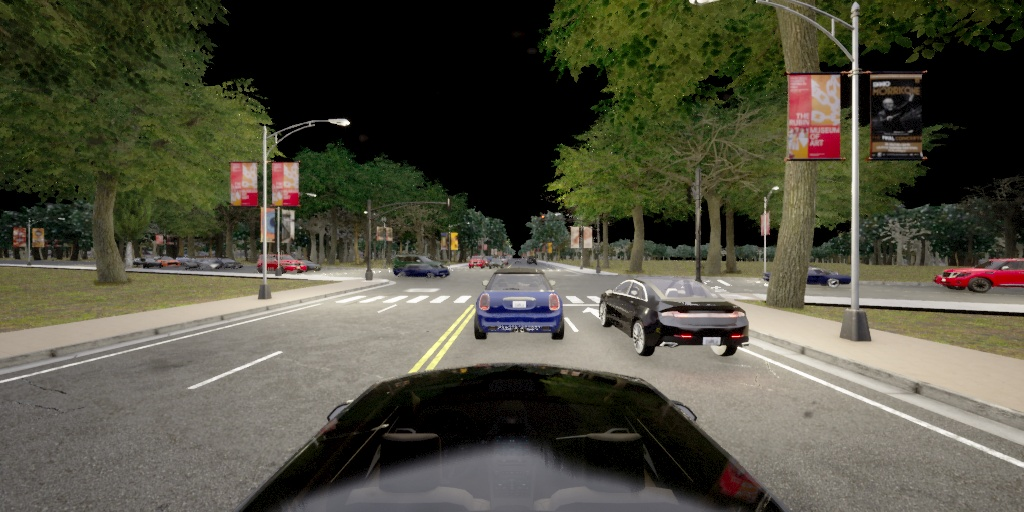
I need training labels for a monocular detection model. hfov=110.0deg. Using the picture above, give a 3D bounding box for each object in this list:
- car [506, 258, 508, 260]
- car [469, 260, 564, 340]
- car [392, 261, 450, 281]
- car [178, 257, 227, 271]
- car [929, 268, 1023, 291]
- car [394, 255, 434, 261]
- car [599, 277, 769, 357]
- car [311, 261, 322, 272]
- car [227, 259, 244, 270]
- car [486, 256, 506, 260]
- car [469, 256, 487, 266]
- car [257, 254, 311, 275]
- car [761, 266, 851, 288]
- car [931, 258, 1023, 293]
[{"bbox_3d":[-2.205,1.359,64.886,1.895,1.301,4.718,0,0,1],"label":"car"},{"bbox_3d":[0.192,1.102,10.150,2.097,1.767,4.553,0,0,1],"label":"car"},{"bbox_3d":[-7.592,1.328,30.216,4.718,1.301,1.895,0,0,24],"label":"car"},{"bbox_3d":[-37.706,1.054,43.660,4.902,1.511,2.128,0,0,24],"label":"car"},{"bbox_3d":[31.483,1.538,23.686,4.718,1.301,1.895,0,0,24],"label":"car"},{"bbox_3d":[-8.909,0.931,34.365,5.566,2.045,2.150,0,0,24],"label":"car"},{"bbox_3d":[3.429,1.242,8.562,2.128,1.511,4.902,0,0,0],"label":"car"},{"bbox_3d":[-24.002,1.132,41.099,4.892,1.490,1.837,0,0,24],"label":"car"},{"bbox_3d":[-37.860,1.101,47.297,5.357,1.411,2.033,0,0,24],"label":"car"},{"bbox_3d":[-2.397,1.108,55.895,2.097,1.767,4.553,0,0,1],"label":"car"},{"bbox_3d":[-5.626,0.978,57.962,2.150,2.045,5.566,0,0,1],"label":"car"},{"bbox_3d":[-24.252,0.856,37.647,5.566,2.045,2.150,0,0,24],"label":"car"},{"bbox_3d":[20.395,1.478,25.071,4.718,1.301,1.895,0,0,24],"label":"car"},{"bbox_3d":[29.309,1.154,21.089,5.566,2.045,2.150,0,0,25],"label":"car"}]
